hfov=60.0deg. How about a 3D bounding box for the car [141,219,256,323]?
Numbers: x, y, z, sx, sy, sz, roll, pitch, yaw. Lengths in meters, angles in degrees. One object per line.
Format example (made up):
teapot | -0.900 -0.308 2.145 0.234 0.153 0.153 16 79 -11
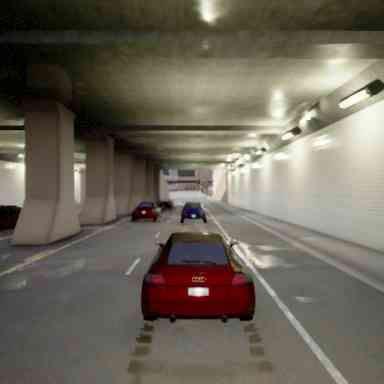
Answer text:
car | 0.104 1.542 7.274 1.994 1.385 4.181 0 0 0

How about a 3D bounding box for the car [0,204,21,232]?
car | -10.590 1.426 17.797 1.882 1.535 5.008 0 0 0

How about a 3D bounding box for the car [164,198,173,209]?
car | -3.439 1.476 42.884 1.895 1.301 4.718 0 0 1

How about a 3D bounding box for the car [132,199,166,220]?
car | -3.572 1.486 27.011 1.994 1.385 4.181 0 0 2

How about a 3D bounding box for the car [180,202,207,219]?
car | 0.112 1.452 25.017 1.812 1.442 4.674 0 0 0
